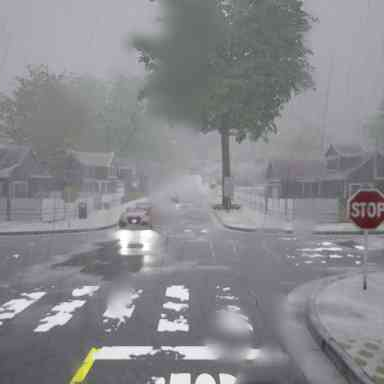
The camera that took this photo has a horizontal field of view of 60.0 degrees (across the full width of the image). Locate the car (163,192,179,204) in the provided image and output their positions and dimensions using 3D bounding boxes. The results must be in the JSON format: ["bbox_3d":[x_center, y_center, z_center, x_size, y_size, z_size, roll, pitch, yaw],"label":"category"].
[{"bbox_3d":[-2.659,0.712,42.938,1.882,1.535,5.008,0,1,0],"label":"car"}]

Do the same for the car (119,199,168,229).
[{"bbox_3d":[-2.985,1.384,20.284,1.994,1.385,4.181,0,1,6],"label":"car"}]
